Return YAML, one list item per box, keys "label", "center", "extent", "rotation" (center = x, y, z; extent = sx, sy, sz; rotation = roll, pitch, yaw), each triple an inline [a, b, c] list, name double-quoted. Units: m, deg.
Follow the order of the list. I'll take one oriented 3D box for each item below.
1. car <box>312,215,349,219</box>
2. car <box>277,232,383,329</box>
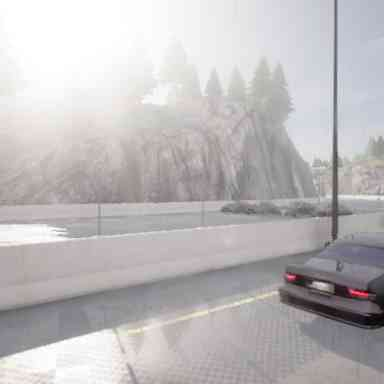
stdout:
- label: "car"
  center: [11.629, 1.655, 27.694]
  extent: [4.181, 1.385, 1.994]
  rotation: [0, 0, -44]
- label: "car"
  center: [4.054, 1.573, 6.907]
  extent: [5.357, 1.411, 2.033]
  rotation: [0, 0, -38]
